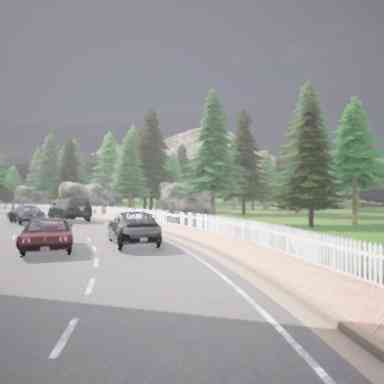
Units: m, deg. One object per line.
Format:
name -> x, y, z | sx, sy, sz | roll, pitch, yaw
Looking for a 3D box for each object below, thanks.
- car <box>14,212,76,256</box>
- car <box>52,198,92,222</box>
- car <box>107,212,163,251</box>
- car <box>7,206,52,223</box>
car -> -5.934, 1.741, 13.815 | 1.895, 1.301, 4.718 | 0, -1, -20
car -> -10.593, 1.516, 28.887 | 2.150, 2.045, 5.566 | 1, 0, -40
car -> -2.701, 1.646, 15.106 | 2.128, 1.511, 4.902 | 0, 0, -21
car -> -13.303, 1.817, 26.671 | 2.033, 1.411, 5.357 | 0, -1, -40
